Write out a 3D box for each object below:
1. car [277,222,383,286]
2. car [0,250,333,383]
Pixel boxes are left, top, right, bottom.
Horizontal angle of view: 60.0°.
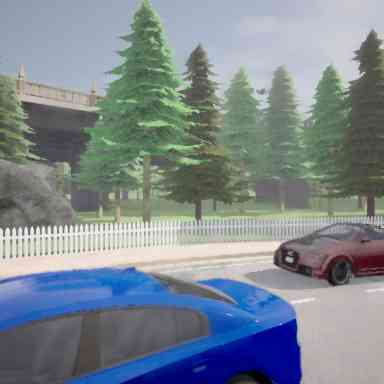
[{"bbox_3d":[4.411,1.564,9.219,4.181,1.385,1.994,0,0,-18],"label":"car"},{"bbox_3d":[-1.305,1.477,2.748,5.008,1.535,1.882,0,0,-30],"label":"car"}]
